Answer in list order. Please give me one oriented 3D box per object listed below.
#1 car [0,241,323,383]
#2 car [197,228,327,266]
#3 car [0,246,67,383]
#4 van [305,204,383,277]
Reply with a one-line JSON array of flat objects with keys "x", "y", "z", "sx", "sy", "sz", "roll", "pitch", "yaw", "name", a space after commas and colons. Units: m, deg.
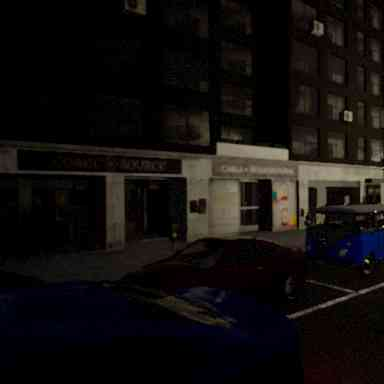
[{"x": -1.402, "y": 1.479, "z": 2.056, "sx": 5.008, "sy": 1.535, "sz": 1.882, "roll": -1, "pitch": 1, "yaw": -35, "name": "car"}, {"x": 0.602, "y": 1.552, "z": 6.618, "sx": 4.206, "sy": 1.307, "sz": 1.802, "roll": -1, "pitch": 0, "yaw": -36, "name": "car"}, {"x": -3.804, "y": 1.575, "z": 3.474, "sx": 4.313, "sy": 1.339, "sz": 1.947, "roll": -1, "pitch": 0, "yaw": -36, "name": "car"}, {"x": 5.007, "y": 1.271, "z": 9.761, "sx": 3.998, "sy": 1.788, "sz": 1.690, "roll": -1, "pitch": 0, "yaw": -36, "name": "van"}]
